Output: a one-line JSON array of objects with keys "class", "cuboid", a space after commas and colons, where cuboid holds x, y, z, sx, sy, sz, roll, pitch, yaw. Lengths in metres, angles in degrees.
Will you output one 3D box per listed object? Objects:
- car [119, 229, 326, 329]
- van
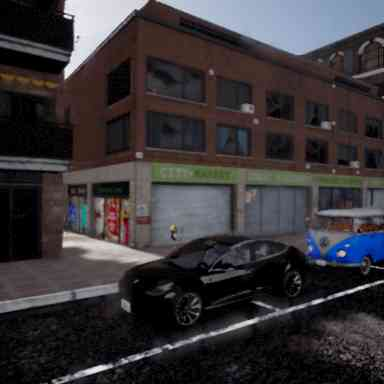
[{"class": "car", "cuboid": [0.636, 1.601, 7.015, 4.313, 1.339, 1.947, 1, 0, -36]}, {"class": "van", "cuboid": [5.236, 1.420, 10.296, 3.998, 1.788, 1.690, 1, 0, -36]}]
